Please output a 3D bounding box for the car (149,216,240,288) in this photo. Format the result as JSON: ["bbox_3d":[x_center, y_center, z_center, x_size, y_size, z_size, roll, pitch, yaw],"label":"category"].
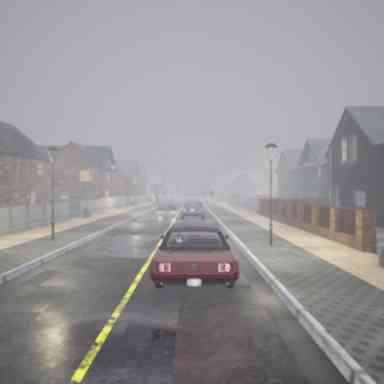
[{"bbox_3d":[0.067,1.561,9.035,1.895,1.301,4.718,0,0,0],"label":"car"}]

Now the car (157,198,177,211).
[{"bbox_3d":[-2.846,1.388,38.591,1.812,1.442,4.674,0,0,0],"label":"car"}]

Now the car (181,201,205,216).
[{"bbox_3d":[0.084,1.435,27.612,2.033,1.411,5.357,0,0,0],"label":"car"}]
